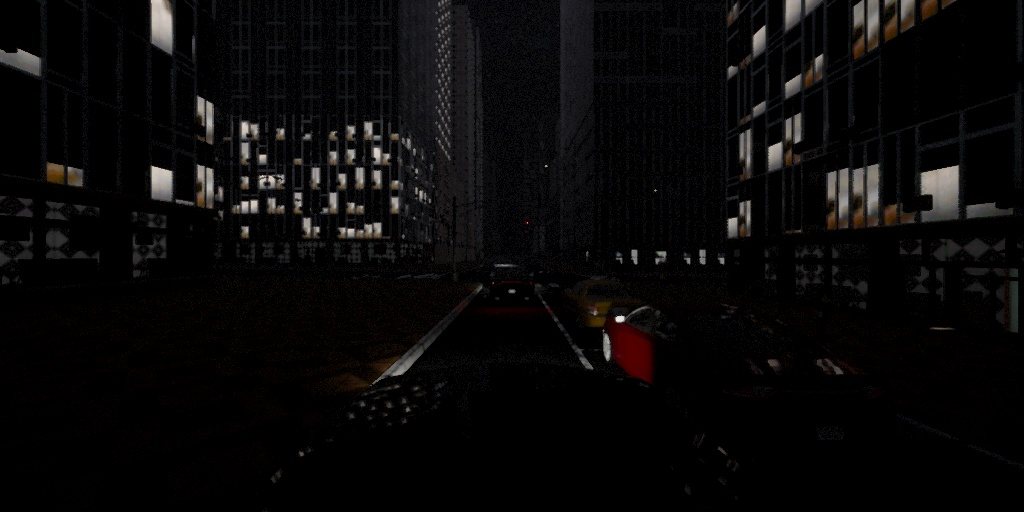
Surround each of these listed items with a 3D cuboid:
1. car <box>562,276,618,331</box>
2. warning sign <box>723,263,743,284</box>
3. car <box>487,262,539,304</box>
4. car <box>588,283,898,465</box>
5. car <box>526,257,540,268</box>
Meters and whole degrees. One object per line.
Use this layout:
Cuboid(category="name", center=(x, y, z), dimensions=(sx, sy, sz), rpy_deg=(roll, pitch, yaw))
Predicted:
Cuboid(category="car", center=(2.565, 1.273, 10.841), dimensions=(1.751, 1.417, 4.829), rpy_deg=(0, 0, 0))
Cuboid(category="warning sign", center=(17.262, 1.202, 27.990), dimensions=(1.060, 1.860, 1.300), rpy_deg=(0, 0, -3))
Cuboid(category="car", center=(0.000, 1.234, 16.500), dimensions=(1.882, 1.535, 5.008), rpy_deg=(0, 0, 0))
Cuboid(category="car", center=(2.565, 1.293, 5.119), dimensions=(1.888, 1.381, 4.507), rpy_deg=(0, 0, 0))
Cuboid(category="car", center=(3.870, 1.326, 61.775), dimensions=(1.948, 1.339, 4.313), rpy_deg=(0, 0, 0))
